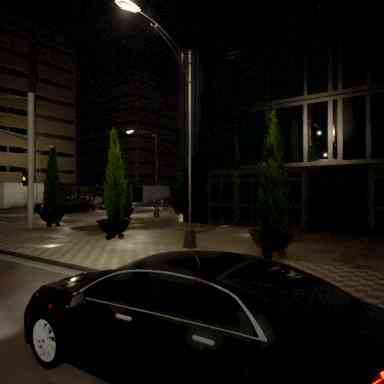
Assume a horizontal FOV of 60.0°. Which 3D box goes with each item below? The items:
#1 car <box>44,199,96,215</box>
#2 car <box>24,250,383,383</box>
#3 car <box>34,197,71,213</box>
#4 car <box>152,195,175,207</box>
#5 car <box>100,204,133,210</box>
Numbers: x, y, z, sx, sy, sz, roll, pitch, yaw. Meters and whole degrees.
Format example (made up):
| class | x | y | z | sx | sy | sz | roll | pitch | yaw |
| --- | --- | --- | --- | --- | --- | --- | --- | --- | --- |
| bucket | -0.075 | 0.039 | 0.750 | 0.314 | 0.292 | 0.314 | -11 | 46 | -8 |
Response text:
| class | x | y | z | sx | sy | sz | roll | pitch | yaw |
| --- | --- | --- | --- | --- | --- | --- | --- | --- | --- |
| car | -12.195 | 1.656 | 34.034 | 1.895 | 1.301 | 4.718 | 0 | 0 | 35 |
| car | -0.164 | 1.505 | 4.106 | 4.892 | 1.490 | 1.837 | 0 | 0 | 36 |
| car | -14.986 | 1.407 | 36.498 | 2.097 | 1.767 | 4.553 | 0 | 0 | 35 |
| car | -4.100 | 1.407 | 51.926 | 2.097 | 1.767 | 4.553 | 0 | 0 | 35 |
| car | -9.865 | 1.581 | 43.750 | 1.812 | 1.442 | 4.674 | 0 | 0 | 35 |
